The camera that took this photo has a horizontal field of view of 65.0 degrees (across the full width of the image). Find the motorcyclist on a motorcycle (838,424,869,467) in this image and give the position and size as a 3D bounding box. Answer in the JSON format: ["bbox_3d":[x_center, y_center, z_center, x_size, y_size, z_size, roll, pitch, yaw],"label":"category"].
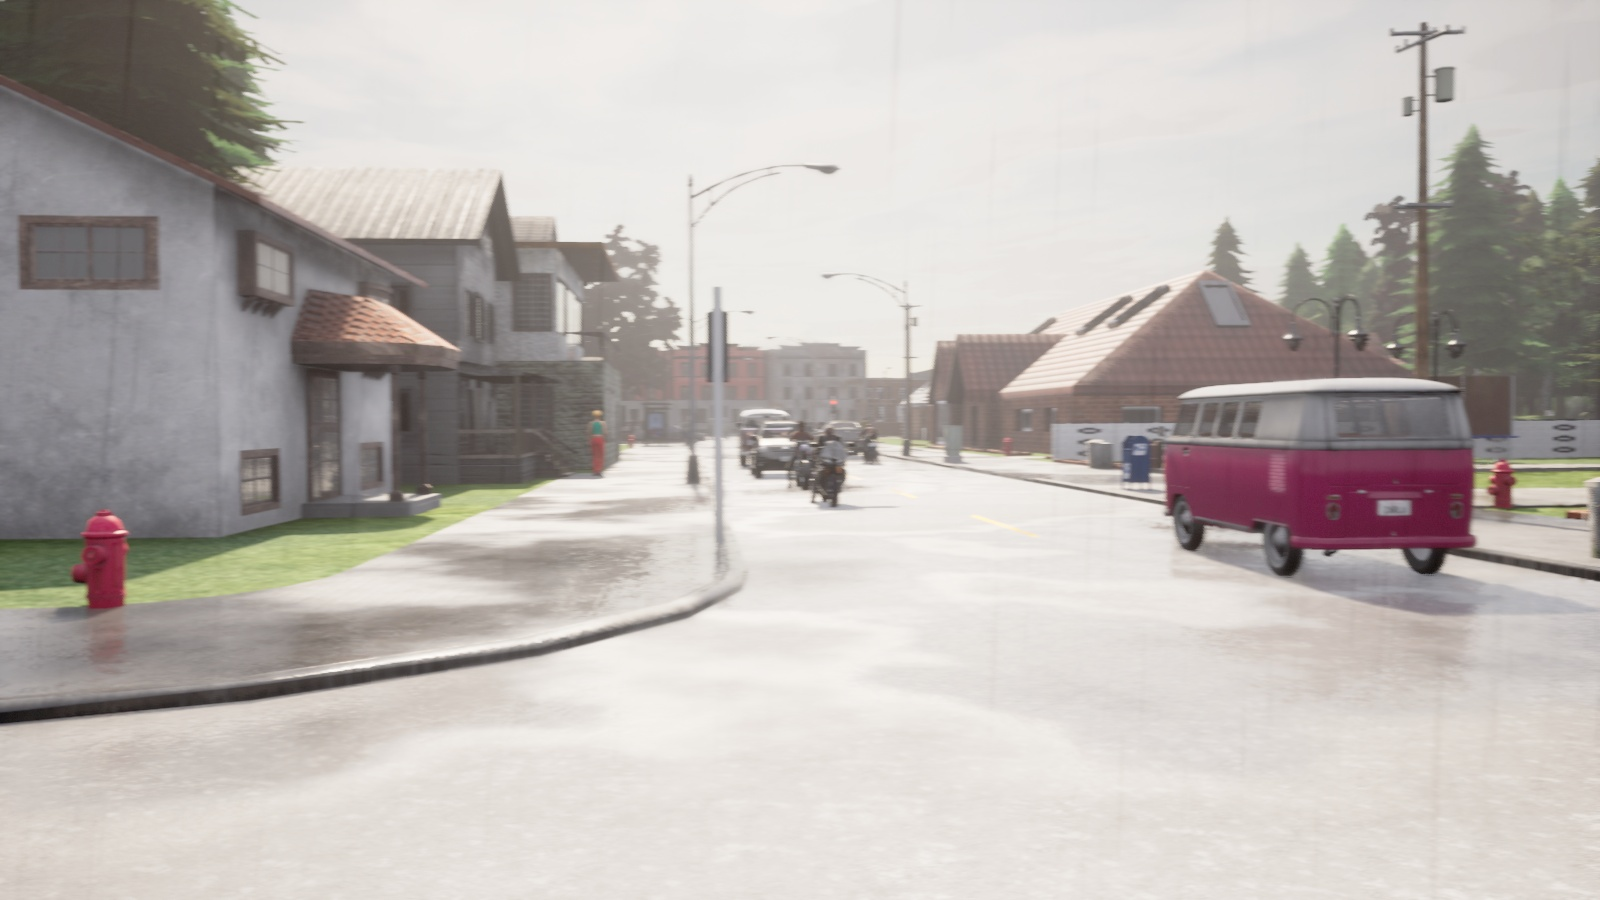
[{"bbox_3d":[1.973,-0.187,46.646,0.866,1.530,2.191,0,1,-6],"label":"motorcyclist on a motorcycle"}]

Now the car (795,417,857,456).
[{"bbox_3d":[1.090,-0.644,55.567,2.152,1.651,5.027,0,1,-6],"label":"car"}]

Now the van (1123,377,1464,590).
[{"bbox_3d":[5.201,0.268,13.978,1.775,1.987,4.442,0,1,-4],"label":"van"}]

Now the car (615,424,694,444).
[{"bbox_3d":[-10.375,-1.160,89.982,5.357,1.411,2.033,0,1,4],"label":"car"}]

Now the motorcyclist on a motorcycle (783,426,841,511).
[{"bbox_3d":[0.199,0.321,23.941,0.866,1.530,2.191,0,1,-6],"label":"motorcyclist on a motorcycle"}]

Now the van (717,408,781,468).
[{"bbox_3d":[-1.884,-0.465,44.997,2.069,2.038,4.480,0,1,-6],"label":"van"}]

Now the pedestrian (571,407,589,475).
[{"bbox_3d":[-6.053,-0.249,34.564,0.345,1.836,0.594,0,1,2],"label":"pedestrian"}]

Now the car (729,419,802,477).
[{"bbox_3d":[-1.048,-0.100,36.559,1.851,1.617,3.988,0,1,-6],"label":"car"}]

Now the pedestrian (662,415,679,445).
[{"bbox_3d":[-8.181,-1.257,79.343,0.874,1.855,0.900,0,1,9],"label":"pedestrian"}]

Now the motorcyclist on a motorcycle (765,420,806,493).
[{"bbox_3d":[-0.362,0.109,29.620,0.766,1.649,2.350,0,1,-6],"label":"motorcyclist on a motorcycle"}]
